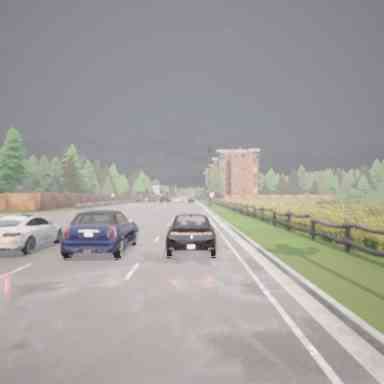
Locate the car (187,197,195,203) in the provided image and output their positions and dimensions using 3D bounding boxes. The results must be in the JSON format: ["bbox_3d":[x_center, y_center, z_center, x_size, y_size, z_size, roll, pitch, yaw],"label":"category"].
[{"bbox_3d":[-0.357,2.204,91.500,2.097,1.767,4.553,0,-1,0],"label":"car"}]

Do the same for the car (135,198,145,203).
[{"bbox_3d":[-14.356,2.306,91.089,1.882,1.535,5.008,0,-1,0],"label":"car"}]

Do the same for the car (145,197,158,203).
[{"bbox_3d":[-10.854,2.161,90.659,2.097,1.767,4.553,0,-1,0],"label":"car"}]

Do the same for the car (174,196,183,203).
[{"bbox_3d":[-3.856,2.052,91.131,2.150,2.045,5.566,0,-1,0],"label":"car"}]

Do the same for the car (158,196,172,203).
[{"bbox_3d":[-7.354,2.032,90.734,2.150,2.045,5.566,0,-1,0],"label":"car"}]

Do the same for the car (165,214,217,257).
[{"bbox_3d":[-0.021,1.640,13.554,2.128,1.511,4.902,0,0,0],"label":"car"}]

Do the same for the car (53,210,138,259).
[{"bbox_3d":[-3.520,1.497,13.465,2.097,1.767,4.553,0,-1,0],"label":"car"}]

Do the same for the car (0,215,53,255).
[{"bbox_3d":[-7.019,1.677,13.924,1.812,1.442,4.674,0,0,0],"label":"car"}]
